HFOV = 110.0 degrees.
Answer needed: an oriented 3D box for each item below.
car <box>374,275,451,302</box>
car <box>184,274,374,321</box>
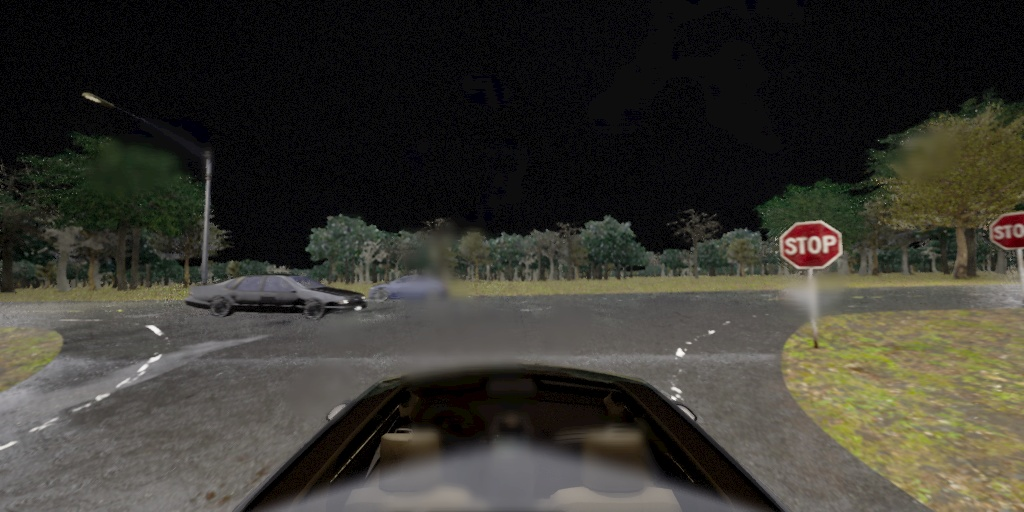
[{"bbox_3d":[-5.393,1.710,19.199,4.181,1.385,1.994,-1,-3,0],"label":"car"},{"bbox_3d":[-7.873,1.318,12.216,5.357,1.411,2.033,1,-2,0],"label":"car"}]
